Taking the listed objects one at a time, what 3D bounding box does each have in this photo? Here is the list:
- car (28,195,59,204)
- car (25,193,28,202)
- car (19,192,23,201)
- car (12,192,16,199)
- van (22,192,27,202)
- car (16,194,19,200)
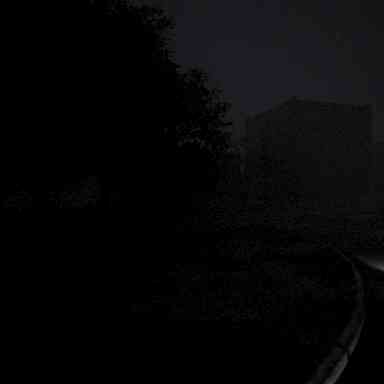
[{"bbox_3d":[-27.876,1.612,63.121,4.792,1.488,2.163,0,0,-34],"label":"car"},{"bbox_3d":[-30.852,1.437,67.669,4.553,1.767,2.185,0,0,-34],"label":"car"},{"bbox_3d":[-35.498,1.376,74.599,4.553,1.767,2.185,0,1,-34],"label":"car"},{"bbox_3d":[-40.141,1.172,81.521,5.566,2.045,2.435,0,1,-34],"label":"car"},{"bbox_3d":[-32.594,1.322,70.001,4.442,1.987,1.878,0,1,-34],"label":"van"},{"bbox_3d":[-37.146,1.474,76.992,5.008,1.535,2.097,0,1,-34],"label":"car"}]
